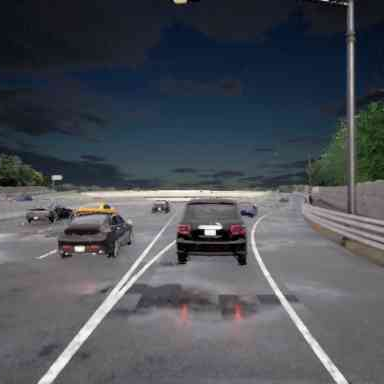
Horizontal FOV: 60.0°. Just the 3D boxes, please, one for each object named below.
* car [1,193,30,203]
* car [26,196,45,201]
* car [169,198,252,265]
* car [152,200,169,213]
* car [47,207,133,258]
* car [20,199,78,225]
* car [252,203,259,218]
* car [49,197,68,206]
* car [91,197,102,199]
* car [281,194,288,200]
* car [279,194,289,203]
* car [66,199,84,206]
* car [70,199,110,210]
[{"bbox_3d":[-28.014,1.539,54.069,2.150,2.045,5.566,0,-1,1],"label":"car"},{"bbox_3d":[-24.521,1.815,54.432,2.128,1.511,4.902,0,-1,1],"label":"car"},{"bbox_3d":[0.800,1.235,11.979,2.150,2.045,5.566,0,0,6],"label":"car"},{"bbox_3d":[-3.483,1.654,37.899,1.812,1.442,4.674,0,0,0],"label":"car"},{"bbox_3d":[-3.495,1.524,12.777,1.837,1.490,4.892,0,0,0],"label":"car"},{"bbox_3d":[-10.390,1.535,24.586,2.128,1.511,4.902,0,0,0],"label":"car"},{"bbox_3d":[5.094,1.661,31.294,1.994,1.385,4.181,-1,-1,17],"label":"car"},{"bbox_3d":[-27.971,1.948,69.638,2.097,1.767,4.553,0,-1,0],"label":"car"},{"bbox_3d":[-24.464,2.175,85.421,2.150,2.045,5.566,0,-1,0],"label":"car"},{"bbox_3d":[23.539,1.309,84.636,1.812,1.442,4.674,-1,1,16],"label":"car"},{"bbox_3d":[20.588,1.662,74.998,1.895,1.301,4.718,-1,1,17],"label":"car"},{"bbox_3d":[-24.471,2.119,69.645,2.128,1.511,4.902,0,-1,0],"label":"car"},{"bbox_3d":[-6.890,1.521,24.238,1.882,1.535,5.008,0,0,0],"label":"car"}]
